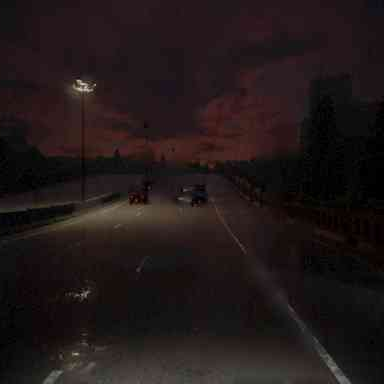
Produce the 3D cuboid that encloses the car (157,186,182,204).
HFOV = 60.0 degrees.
[{"bbox_3d":[-2.592,0.479,39.298,1.837,1.490,4.892,0,5,1],"label":"car"}]

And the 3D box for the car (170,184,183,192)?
[{"bbox_3d":[-2.381,-0.559,49.610,1.994,1.385,4.181,0,7,1],"label":"car"}]

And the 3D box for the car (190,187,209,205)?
[{"bbox_3d":[0.864,0.636,37.643,1.812,1.442,4.674,0,5,1],"label":"car"}]

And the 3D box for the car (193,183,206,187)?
[{"bbox_3d":[1.097,-0.525,48.624,2.128,1.511,4.902,0,7,1],"label":"car"}]

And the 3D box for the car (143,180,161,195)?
[{"bbox_3d":[-5.900,-0.801,48.797,2.150,2.045,5.566,0,7,1],"label":"car"}]

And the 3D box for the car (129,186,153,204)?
[{"bbox_3d":[-6.095,0.533,38.994,1.812,1.442,4.674,0,5,1],"label":"car"}]
